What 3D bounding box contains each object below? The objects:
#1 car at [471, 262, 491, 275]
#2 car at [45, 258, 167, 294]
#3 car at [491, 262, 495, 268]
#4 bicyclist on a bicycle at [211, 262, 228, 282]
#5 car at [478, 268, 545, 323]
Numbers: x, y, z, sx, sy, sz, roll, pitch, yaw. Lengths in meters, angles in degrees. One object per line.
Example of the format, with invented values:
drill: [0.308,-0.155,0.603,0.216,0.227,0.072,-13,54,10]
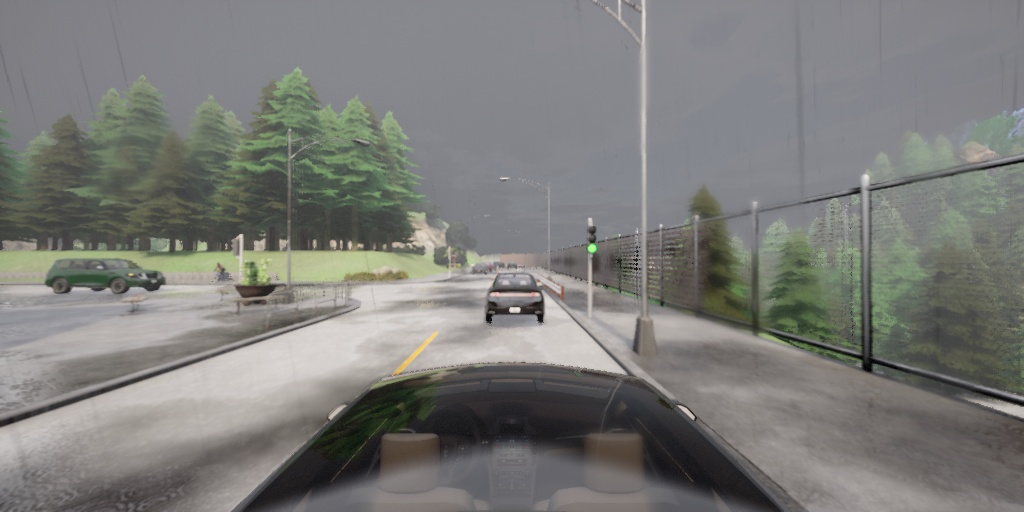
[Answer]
car: [-4.098,1.662,46.591,1.837,1.490,4.892,0,-1,0]
car: [-23.960,1.150,21.256,5.566,2.045,2.150,0,-1,0]
car: [-4.073,1.721,56.114,1.882,1.535,5.008,0,-1,0]
bicyclist on a bicycle: [-24.158,1.353,29.652,0.582,1.620,1.656,0,0,0]
car: [0.091,1.340,12.587,2.128,1.511,4.902,0,-1,0]
